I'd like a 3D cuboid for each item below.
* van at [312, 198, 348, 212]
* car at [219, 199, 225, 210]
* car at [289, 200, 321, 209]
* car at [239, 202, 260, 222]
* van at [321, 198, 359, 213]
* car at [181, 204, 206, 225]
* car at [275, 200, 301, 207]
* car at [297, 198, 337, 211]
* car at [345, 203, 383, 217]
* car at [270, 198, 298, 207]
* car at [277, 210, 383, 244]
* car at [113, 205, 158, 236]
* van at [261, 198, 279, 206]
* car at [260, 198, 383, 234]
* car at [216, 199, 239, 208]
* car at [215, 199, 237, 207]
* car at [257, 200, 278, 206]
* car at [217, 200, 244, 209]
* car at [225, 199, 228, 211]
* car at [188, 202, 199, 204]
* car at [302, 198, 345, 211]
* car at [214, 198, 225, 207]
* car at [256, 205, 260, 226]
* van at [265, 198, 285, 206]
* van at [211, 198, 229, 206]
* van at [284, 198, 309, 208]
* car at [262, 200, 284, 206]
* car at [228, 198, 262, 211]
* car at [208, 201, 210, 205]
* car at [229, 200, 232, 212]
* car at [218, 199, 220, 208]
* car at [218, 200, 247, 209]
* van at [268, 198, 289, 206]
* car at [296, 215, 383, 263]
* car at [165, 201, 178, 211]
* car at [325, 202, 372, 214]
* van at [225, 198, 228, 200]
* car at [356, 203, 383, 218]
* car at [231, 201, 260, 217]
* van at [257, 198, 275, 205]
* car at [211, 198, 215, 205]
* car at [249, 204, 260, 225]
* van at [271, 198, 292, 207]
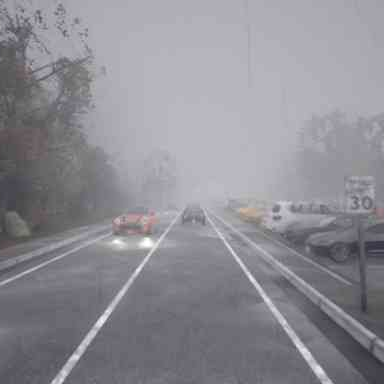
[{"bbox_3d":[20.068,1.873,48.487,4.442,1.987,1.878,0,-1,0],"label":"van"},{"bbox_3d":[7.101,2.182,51.446,4.792,1.488,2.163,0,-1,0],"label":"car"},{"bbox_3d":[20.273,2.274,59.561,5.008,1.535,2.097,0,-1,0],"label":"car"},{"bbox_3d":[6.734,1.839,26.476,5.366,1.575,1.946,0,0,0],"label":"car"},{"bbox_3d":[20.278,1.829,45.715,4.442,1.987,1.878,0,-1,0],"label":"van"},{"bbox_3d":[0.125,1.931,27.338,1.895,1.301,4.718,0,-1,0],"label":"car"},{"bbox_3d":[20.367,2.449,70.641,5.008,1.535,2.097,0,-1,0],"label":"car"},{"bbox_3d":[20.204,1.935,54.025,5.566,2.045,2.435,0,-1,0],"label":"car"},{"bbox_3d":[20.121,1.961,37.405,4.792,1.488,2.163,0,-1,0],"label":"car"},{"bbox_3d":[20.368,2.244,73.539,5.566,2.045,2.435,0,-1,0],"label":"car"},{"bbox_3d":[6.831,1.763,15.371,5.008,1.535,2.097,0,0,0],"label":"car"},{"bbox_3d":[-3.302,1.592,20.147,2.097,1.767,4.553,0,-1,0],"label":"car"},{"bbox_3d":[20.396,2.558,87.246,4.442,1.987,1.878,0,-2,0],"label":"van"},{"bbox_3d":[6.877,1.532,18.148,5.566,2.045,2.435,0,0,0],"label":"car"},{"bbox_3d":[7.239,2.291,68.103,4.553,1.767,2.185,0,-1,0],"label":"car"},{"bbox_3d":[7.263,2.335,70.879,4.553,1.767,2.185,0,-1,0],"label":"car"},{"bbox_3d":[20.351,2.869,90.006,5.366,1.575,1.946,0,-2,0],"label":"car"},{"bbox_3d":[7.217,2.330,62.550,4.892,1.521,2.231,0,-1,0],"label":"car"},{"bbox_3d":[7.089,2.050,43.118,4.792,1.488,2.163,0,-1,0],"label":"car"},{"bbox_3d":[0.186,2.048,44.185,2.128,1.511,4.902,0,-1,0],"label":"car"},{"bbox_3d":[20.180,1.891,51.255,5.566,2.045,2.435,0,-1,0],"label":"car"},{"bbox_3d":[6.991,2.238,57.000,5.366,1.575,1.946,0,-1,0],"label":"car"},{"bbox_3d":[7.058,1.800,20.921,5.366,1.575,1.946,0,0,0],"label":"car"},{"bbox_3d":[20.350,2.402,81.857,4.442,1.987,1.878,0,-1,0],"label":"van"},{"bbox_3d":[7.318,2.572,87.518,4.442,1.987,1.878,0,-2,0],"label":"van"},{"bbox_3d":[20.443,2.138,65.229,4.442,1.987,1.878,0,-1,0],"label":"van"},{"bbox_3d":[20.494,2.695,84.469,5.008,1.535,2.097,0,-2,0],"label":"car"},{"bbox_3d":[7.067,1.854,40.348,4.553,1.767,2.185,0,-1,0],"label":"car"},{"bbox_3d":[7.416,2.385,81.984,5.566,2.045,2.435,0,-1,0],"label":"car"},{"bbox_3d":[7.007,1.943,37.567,4.892,1.521,2.231,0,-1,0],"label":"car"},{"bbox_3d":[7.124,2.226,54.222,4.792,1.488,2.163,0,-1,0],"label":"car"},{"bbox_3d":[7.207,2.286,59.774,4.892,1.521,2.231,0,-1,0],"label":"car"},{"bbox_3d":[20.559,2.355,78.952,4.442,1.987,1.878,0,-1,0],"label":"van"},{"bbox_3d":[6.773,1.773,12.595,4.792,1.488,2.163,0,0,0],"label":"car"},{"bbox_3d":[-3.186,2.195,53.433,1.837,1.490,4.892,0,-1,1],"label":"car"},{"bbox_3d":[20.144,2.011,42.943,5.008,1.535,2.097,0,-1,0],"label":"car"},{"bbox_3d":[7.200,1.839,45.898,4.442,1.987,1.878,0,-1,0],"label":"van"},{"bbox_3d":[20.098,1.931,34.766,4.792,1.488,2.163,0,-1,1],"label":"car"},{"bbox_3d":[6.782,1.882,32.149,5.366,1.575,1.946,0,0,0],"label":"car"},{"bbox_3d":[20.676,2.735,92.780,4.442,1.987,1.878,0,-2,0],"label":"van"},{"bbox_3d":[7.062,2.370,65.327,5.366,1.575,1.946,0,-1,0],"label":"car"},{"bbox_3d":[6.902,1.824,23.699,4.892,1.521,2.231,0,0,0],"label":"car"},{"bbox_3d":[20.537,2.313,76.308,4.442,1.987,1.878,0,-1,0],"label":"van"}]
